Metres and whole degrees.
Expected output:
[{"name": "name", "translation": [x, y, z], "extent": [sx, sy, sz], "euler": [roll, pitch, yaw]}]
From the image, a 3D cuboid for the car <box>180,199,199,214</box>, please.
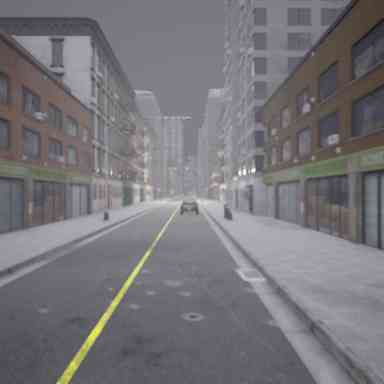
[{"name": "car", "translation": [-0.277, 1.514, 35.501], "extent": [2.128, 1.511, 4.902], "euler": [0, 0, -1]}]
